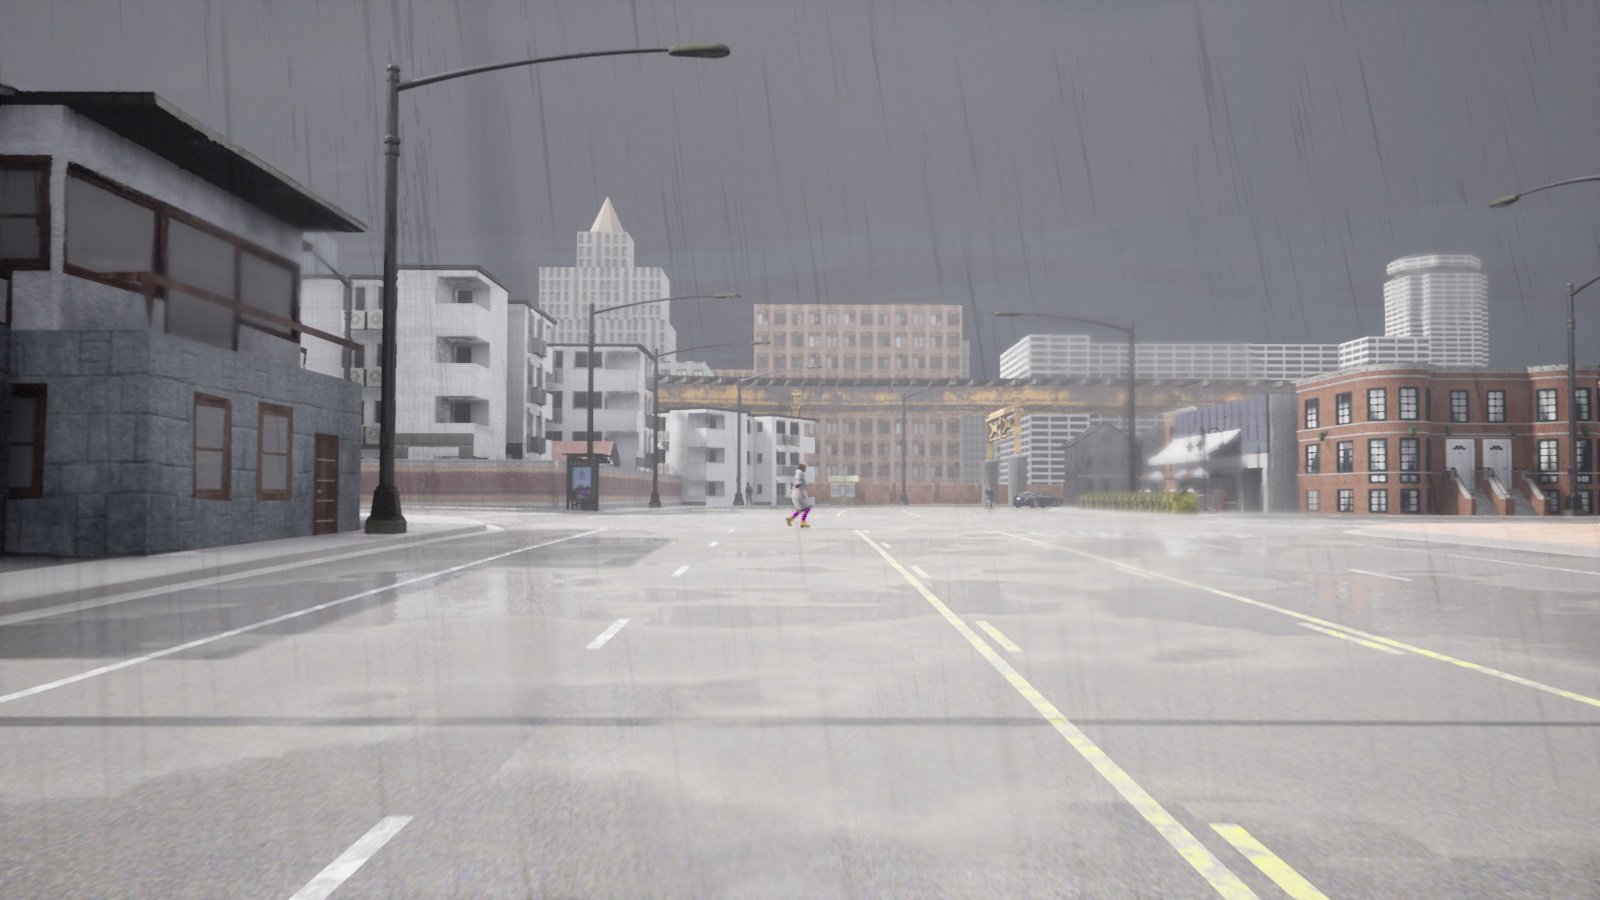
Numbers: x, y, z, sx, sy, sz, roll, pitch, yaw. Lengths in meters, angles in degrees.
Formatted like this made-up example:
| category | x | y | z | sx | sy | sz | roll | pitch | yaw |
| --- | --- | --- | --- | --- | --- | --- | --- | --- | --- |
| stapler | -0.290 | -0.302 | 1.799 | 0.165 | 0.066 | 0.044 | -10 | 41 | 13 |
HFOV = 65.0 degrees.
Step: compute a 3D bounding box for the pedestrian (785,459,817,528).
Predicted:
| category | x | y | z | sx | sy | sz | roll | pitch | yaw |
| --- | --- | --- | --- | --- | --- | --- | --- | --- | --- |
| pedestrian | 0.020 | 1.227 | 35.511 | 0.873 | 1.952 | 0.659 | 0 | -2 | -4 |
